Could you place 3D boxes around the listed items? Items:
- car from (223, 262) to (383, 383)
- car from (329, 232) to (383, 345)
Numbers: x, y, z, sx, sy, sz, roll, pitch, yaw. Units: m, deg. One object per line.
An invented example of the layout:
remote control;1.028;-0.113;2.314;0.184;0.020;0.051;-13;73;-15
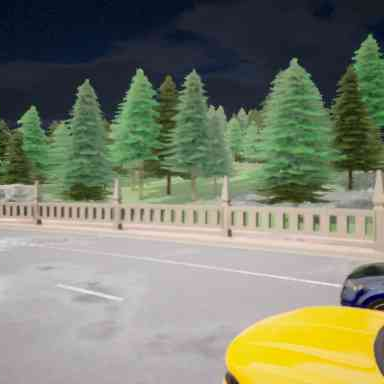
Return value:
car;2.537;1.464;2.001;5.008;1.535;1.882;0;0;36
car;4.460;1.537;4.896;4.181;1.385;1.994;0;0;36
